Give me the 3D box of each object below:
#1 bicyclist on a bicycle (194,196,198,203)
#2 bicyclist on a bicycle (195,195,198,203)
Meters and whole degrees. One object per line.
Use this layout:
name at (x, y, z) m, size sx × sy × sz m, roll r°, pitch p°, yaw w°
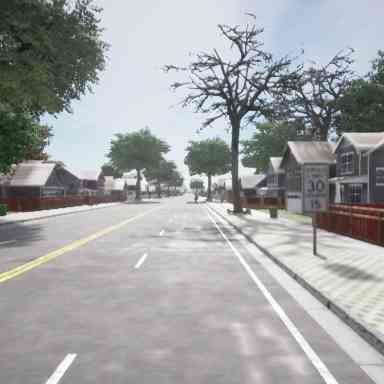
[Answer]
bicyclist on a bicycle at (0.914, 1.714, 79.605) m, size 0.866 × 1.612 × 1.509 m, roll 2°, pitch 1°, yaw 0°
bicyclist on a bicycle at (0.919, 1.536, 70.611) m, size 0.659 × 1.776 × 1.843 m, roll 2°, pitch 1°, yaw 0°
